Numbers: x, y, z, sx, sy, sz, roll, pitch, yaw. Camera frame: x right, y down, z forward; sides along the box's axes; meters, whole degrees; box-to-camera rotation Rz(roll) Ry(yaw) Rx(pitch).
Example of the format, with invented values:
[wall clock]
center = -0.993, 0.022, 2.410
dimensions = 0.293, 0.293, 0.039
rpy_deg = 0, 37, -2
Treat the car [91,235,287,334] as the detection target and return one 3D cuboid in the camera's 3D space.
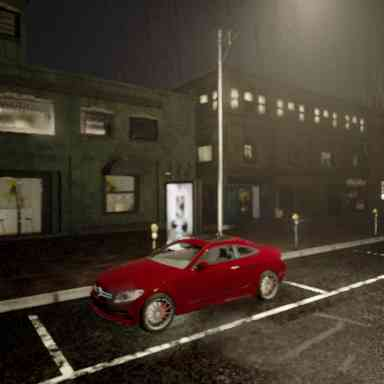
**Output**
[car]
center = 0.148, 1.563, 6.670
dimensions = 4.206, 1.307, 1.802
rpy_deg = 0, 0, -35
